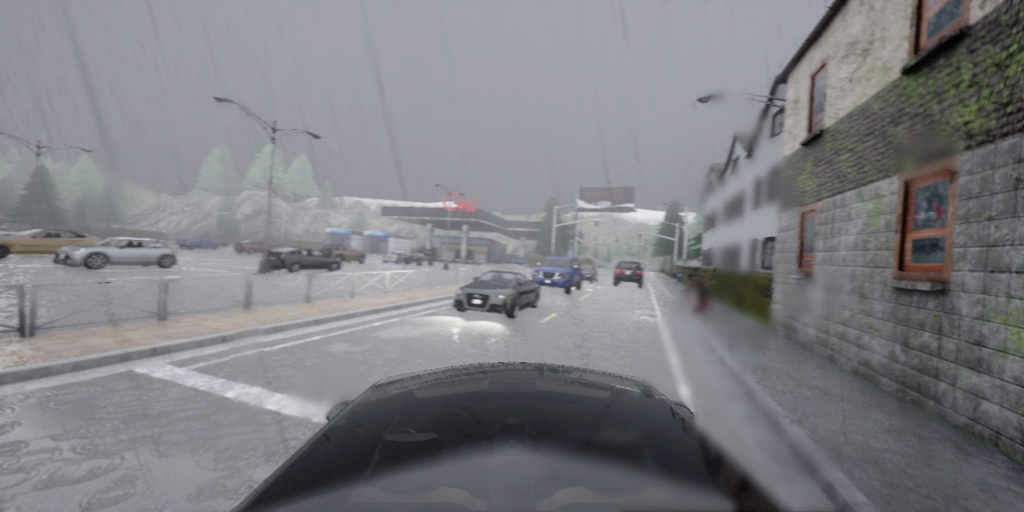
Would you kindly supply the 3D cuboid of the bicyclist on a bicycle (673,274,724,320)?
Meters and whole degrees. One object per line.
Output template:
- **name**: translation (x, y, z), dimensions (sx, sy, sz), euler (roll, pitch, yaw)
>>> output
- **bicyclist on a bicycle**: translation (6.584, 1.454, 12.744), dimensions (1.656, 1.620, 0.582), euler (-3, -2, 20)

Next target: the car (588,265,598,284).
- **car**: translation (6.338, 1.496, 31.155), dimensions (1.837, 1.490, 4.892), euler (4, 0, 20)

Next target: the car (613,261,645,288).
- **car**: translation (9.594, 1.437, 29.376), dimensions (2.150, 2.045, 5.566), euler (4, 0, 20)

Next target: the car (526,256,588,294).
- **car**: translation (2.858, 1.042, 21.565), dimensions (2.150, 2.045, 5.566), euler (4, 0, 20)

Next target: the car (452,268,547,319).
- **car**: translation (-0.376, 1.226, 12.684), dimensions (1.994, 1.385, 4.181), euler (4, 0, 20)
